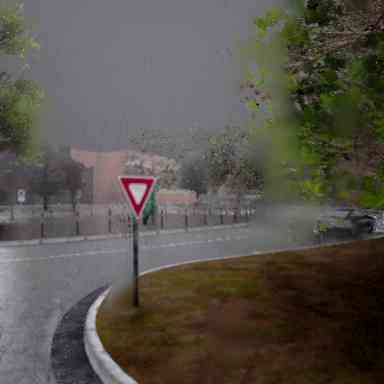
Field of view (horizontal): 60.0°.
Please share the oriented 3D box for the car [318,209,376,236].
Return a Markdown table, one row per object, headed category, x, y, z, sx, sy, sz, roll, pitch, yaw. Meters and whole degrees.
| category | x | y | z | sx | sy | sz | roll | pitch | yaw |
| --- | --- | --- | --- | --- | --- | --- | --- | --- | --- |
| car | 8.992 | 1.658 | 19.249 | 4.181 | 1.385 | 1.994 | 0 | 0 | -42 |
